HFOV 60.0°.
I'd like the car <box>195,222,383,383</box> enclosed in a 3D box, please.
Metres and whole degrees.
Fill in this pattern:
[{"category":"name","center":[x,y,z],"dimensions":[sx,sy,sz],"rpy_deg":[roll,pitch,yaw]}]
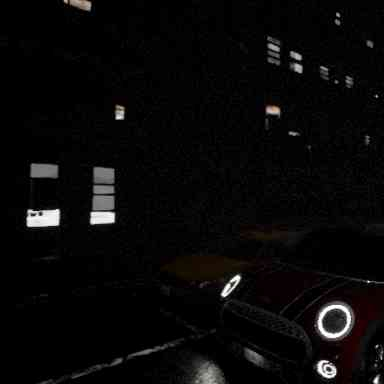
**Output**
[{"category":"car","center":[2.549,1.332,5.196],"dimensions":[4.553,1.767,2.097],"rpy_deg":[0,0,-36]}]

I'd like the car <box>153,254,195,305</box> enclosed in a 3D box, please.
[{"category":"car","center":[1.470,1.503,7.600],"dimensions":[4.829,1.417,1.752],"rpy_deg":[0,1,-36]}]
